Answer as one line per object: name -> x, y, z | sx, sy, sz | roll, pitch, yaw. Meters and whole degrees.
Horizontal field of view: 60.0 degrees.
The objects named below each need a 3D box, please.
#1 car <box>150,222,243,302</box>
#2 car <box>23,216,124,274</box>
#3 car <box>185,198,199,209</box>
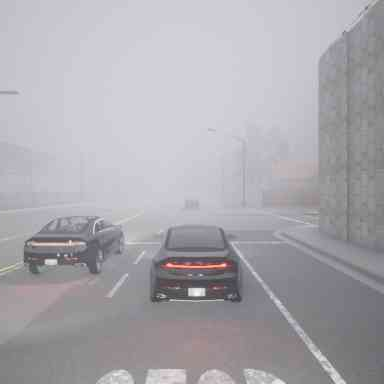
car -> 0.078, 1.505, 8.241 | 1.837, 1.490, 4.892 | 0, 0, 0
car -> -3.430, 1.492, 10.509 | 2.128, 1.511, 4.902 | 0, 0, 0
car -> -0.026, 1.491, 44.224 | 2.128, 1.511, 4.902 | 0, 0, 0
